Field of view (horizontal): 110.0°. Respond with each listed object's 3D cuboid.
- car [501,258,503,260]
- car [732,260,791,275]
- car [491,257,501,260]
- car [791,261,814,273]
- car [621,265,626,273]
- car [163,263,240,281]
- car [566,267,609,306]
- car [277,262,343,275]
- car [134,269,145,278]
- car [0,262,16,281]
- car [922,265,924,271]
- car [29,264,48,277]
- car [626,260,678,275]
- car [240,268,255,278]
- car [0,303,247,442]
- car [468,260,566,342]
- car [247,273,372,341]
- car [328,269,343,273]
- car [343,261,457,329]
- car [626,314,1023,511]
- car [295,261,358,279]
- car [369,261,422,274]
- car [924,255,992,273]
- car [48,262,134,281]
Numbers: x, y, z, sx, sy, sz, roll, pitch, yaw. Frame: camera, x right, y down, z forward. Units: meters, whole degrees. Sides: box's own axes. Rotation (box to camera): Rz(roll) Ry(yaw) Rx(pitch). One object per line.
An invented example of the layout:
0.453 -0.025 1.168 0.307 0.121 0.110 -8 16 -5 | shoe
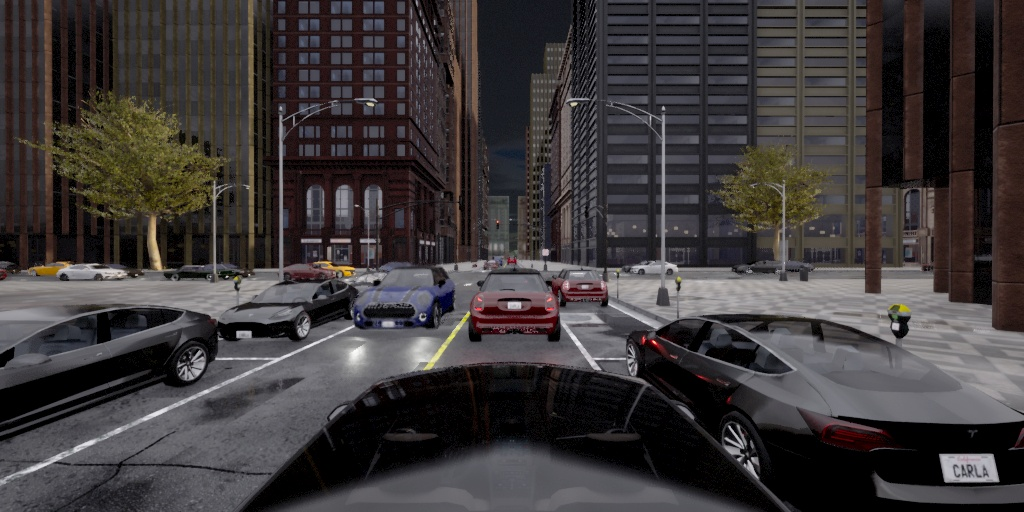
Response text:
-3.025 1.380 61.337 1.895 1.301 4.718 0 0 0 | car
25.434 1.190 37.121 4.892 1.490 1.837 0 0 0 | car
-3.022 1.296 51.981 1.812 1.442 4.674 0 0 1 | car
30.806 1.205 40.380 5.357 1.411 2.033 0 0 0 | car
14.726 1.218 40.360 4.674 1.442 1.812 0 0 0 | car
-26.340 1.445 30.361 4.718 1.301 1.895 0 0 0 | car
2.775 1.191 15.514 1.967 1.591 4.097 0 0 0 | car
-17.240 1.345 30.371 4.674 1.442 1.812 0 0 -2 | car
-37.890 1.409 33.597 5.357 1.411 2.033 0 0 -1 | car
-46.039 1.378 30.379 5.008 1.535 1.882 0 0 1 | car
49.203 1.138 40.305 5.008 1.535 1.882 0 0 0 | car
-46.599 1.348 37.034 5.008 1.535 1.882 0 0 0 | car
14.689 1.234 37.118 4.674 1.442 1.812 0 0 1 | car
-27.256 1.379 33.611 5.357 1.411 2.033 0 0 0 | car
-5.761 1.316 4.248 1.948 1.339 4.313 0 0 0 | car
0.075 1.102 9.977 2.097 1.767 4.553 0 0 1 | car
-5.756 1.316 9.884 1.948 1.339 4.313 0 0 0 | car
-5.750 1.301 15.521 2.007 1.370 4.403 0 0 0 | car
-3.058 1.102 11.159 2.097 1.767 4.553 0 0 1 | car
2.764 1.316 4.242 1.948 1.339 4.313 0 0 0 | car
-17.313 1.281 33.617 5.008 1.535 1.882 0 0 1 | car
-13.021 1.307 40.328 5.357 1.411 2.033 0 0 0 | car
46.916 0.870 37.074 5.566 2.045 2.150 0 0 0 | car
-35.550 1.396 30.353 4.674 1.442 1.812 0 0 0 | car
